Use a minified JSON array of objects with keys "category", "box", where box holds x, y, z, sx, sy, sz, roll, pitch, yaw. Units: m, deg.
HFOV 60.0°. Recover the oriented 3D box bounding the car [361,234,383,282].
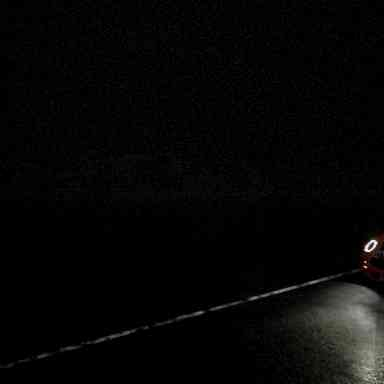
[{"category":"car","box":[6.309,1.294,8.486,4.553,1.767,2.097,0,0,-35]}]
